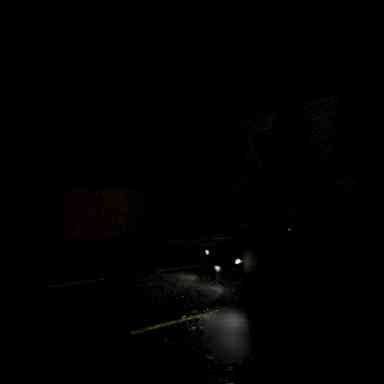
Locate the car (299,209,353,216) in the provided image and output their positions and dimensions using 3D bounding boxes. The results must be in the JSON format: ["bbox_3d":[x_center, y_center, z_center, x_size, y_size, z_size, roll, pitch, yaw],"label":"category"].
[{"bbox_3d":[5.777,1.568,15.154,5.008,1.535,1.882,0,0,-24],"label":"car"}]

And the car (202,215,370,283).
[{"bbox_3d":[2.973,1.602,9.937,5.357,1.411,2.033,0,0,-30],"label":"car"}]
